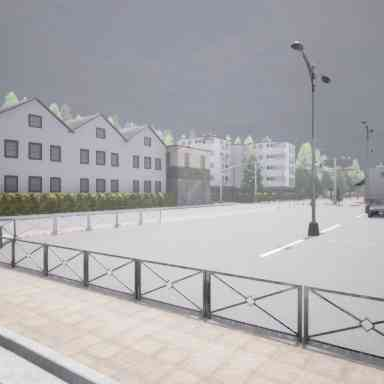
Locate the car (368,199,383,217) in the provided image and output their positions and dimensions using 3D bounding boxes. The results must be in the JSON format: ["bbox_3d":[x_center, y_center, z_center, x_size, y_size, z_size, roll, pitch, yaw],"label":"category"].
[{"bbox_3d":[15.450,1.298,26.786,2.007,1.523,4.514,0,0,35],"label":"car"}]
